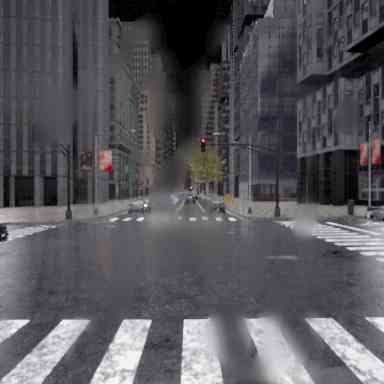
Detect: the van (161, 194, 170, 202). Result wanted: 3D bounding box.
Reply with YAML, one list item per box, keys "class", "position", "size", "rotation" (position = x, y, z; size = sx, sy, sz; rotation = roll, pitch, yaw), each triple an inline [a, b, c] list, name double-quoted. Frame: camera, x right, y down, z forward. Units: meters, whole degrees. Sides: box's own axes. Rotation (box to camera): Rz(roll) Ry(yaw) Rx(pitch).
- class: "van"
  position: [-6.129, 1.338, 77.594]
  size: [1.690, 1.788, 3.998]
  rotation: [0, 0, 0]

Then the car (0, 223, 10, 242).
- class: "car"
  position: [-10.511, 1.636, 14.198]
  size: [5.008, 1.535, 1.882]
  rotation: [-1, 0, 0]

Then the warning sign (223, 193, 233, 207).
- class: "warning sign"
  position: [4.912, 1.105, 45.519]
  size: [1.300, 1.860, 1.060]
  rotation: [0, 0, 0]

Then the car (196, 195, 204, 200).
- class: "car"
  position: [2.289, 1.557, 94.367]
  size: [2.008, 1.369, 4.403]
  rotation: [0, 0, 0]

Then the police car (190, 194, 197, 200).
- class: "police car"
  position: [0.452, 1.429, 90.604]
  size: [1.930, 1.638, 5.238]
  rotation: [0, 0, 0]

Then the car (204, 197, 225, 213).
- class: "car"
  position: [2.662, 1.542, 36.429]
  size: [2.008, 1.369, 4.403]
  rotation: [0, 0, 0]

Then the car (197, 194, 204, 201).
- class: "car"
  position: [2.493, 1.543, 62.634]
  size: [2.008, 1.369, 4.403]
  rotation: [0, 0, 0]

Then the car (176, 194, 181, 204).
- class: "car"
  position: [-3.315, 1.517, 59.231]
  size: [1.812, 1.442, 4.674]
  rotation: [0, 0, 0]

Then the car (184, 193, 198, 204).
- class: "car"
  position: [-0.287, 1.519, 65.595]
  size: [1.812, 1.442, 4.674]
  rotation: [0, 0, 0]

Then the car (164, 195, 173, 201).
- class: "car"
  position: [-6.198, 1.553, 88.420]
  size: [2.008, 1.369, 4.403]
  rotation: [0, 0, 0]

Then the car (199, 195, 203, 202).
- class: "car"
  position: [2.557, 1.541, 52.762]
  size: [2.008, 1.369, 4.403]
  rotation: [0, 0, 0]

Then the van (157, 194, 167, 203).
- class: "van"
  position: [-6.059, 1.335, 66.767]
  size: [1.690, 1.788, 3.998]
  rotation: [0, 0, 0]

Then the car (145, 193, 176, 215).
- class: "car"
  position: [-3.183, 1.213, 34.689]
  size: [2.150, 2.045, 5.566]
  rotation: [0, 0, 0]

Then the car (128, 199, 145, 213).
- class: "car"
  position: [-5.863, 1.542, 36.377]
  size: [2.008, 1.369, 4.403]
  rotation: [0, 0, 0]

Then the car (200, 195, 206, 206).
- class: "car"
  position: [2.592, 1.535, 47.318]
  size: [1.887, 1.381, 4.507]
  rotation: [0, 0, 0]

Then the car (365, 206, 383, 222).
- class: "car"
  position: [13.587, 1.207, 20.992]
  size: [4.902, 1.511, 2.128]
  rotation: [-1, 0, 0]

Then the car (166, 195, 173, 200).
- class: "car"
  position: [-6.233, 1.588, 93.832]
  size: [1.802, 1.307, 4.206]
  rotation: [0, 0, 0]

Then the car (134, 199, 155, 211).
- class: "car"
  position: [-5.895, 1.541, 41.369]
  size: [2.008, 1.369, 4.403]
  rotation: [0, 0, 0]

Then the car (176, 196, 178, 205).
- class: "car"
  position: [-3.247, 1.591, 44.651]
  size: [1.895, 1.301, 4.718]
  rotation: [0, 0, 0]

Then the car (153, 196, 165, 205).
- class: "car"
  position: [-6.023, 1.518, 61.184]
  size: [1.752, 1.417, 4.829]
  rotation: [0, 0, 0]

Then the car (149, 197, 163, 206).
- class: "car"
  position: [-5.989, 1.557, 55.941]
  size: [1.947, 1.339, 4.313]
  rotation: [0, 0, 0]
